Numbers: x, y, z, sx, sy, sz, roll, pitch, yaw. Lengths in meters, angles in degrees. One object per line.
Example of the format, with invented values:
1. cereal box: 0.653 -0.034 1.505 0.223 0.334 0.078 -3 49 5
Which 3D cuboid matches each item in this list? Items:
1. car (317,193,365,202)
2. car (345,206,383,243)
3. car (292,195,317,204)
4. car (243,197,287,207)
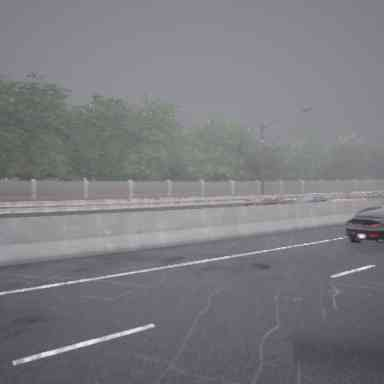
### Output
1. car: 14.085 0.894 30.722 4.553 1.767 2.097 -1 1 -34
2. car: 8.358 1.342 13.873 4.892 1.490 1.837 -2 1 -35
3. car: 12.198 1.015 33.678 5.008 1.535 1.882 -2 1 -34
4. car: 7.626 1.197 34.813 4.718 1.301 1.895 -1 1 -34
